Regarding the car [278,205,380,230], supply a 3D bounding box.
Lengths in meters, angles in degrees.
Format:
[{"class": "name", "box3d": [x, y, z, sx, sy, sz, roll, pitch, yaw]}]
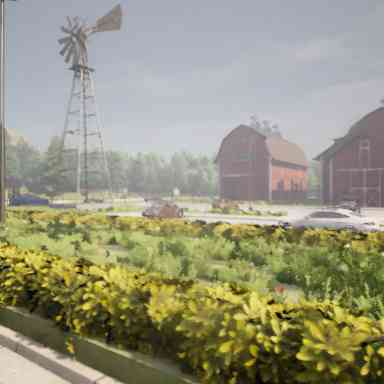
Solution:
[{"class": "car", "box3d": [6.524, 1.529, 16.296, 4.674, 1.442, 1.812, 0, 0, 35]}]

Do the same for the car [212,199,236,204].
[{"class": "car", "box3d": [3.933, 1.524, 39.756, 1.816, 1.474, 4.193, 0, 0, 35]}]

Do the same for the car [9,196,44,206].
[{"class": "car", "box3d": [-25.643, 1.378, 51.662, 1.812, 1.442, 4.674, 0, 0, 36]}]

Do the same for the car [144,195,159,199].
[{"class": "car", "box3d": [-8.176, 1.437, 69.888, 1.812, 1.442, 4.674, 0, 0, 36]}]

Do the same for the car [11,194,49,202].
[{"class": "car", "box3d": [-23.558, 1.265, 48.462, 2.150, 2.045, 5.566, 0, 0, 36]}]

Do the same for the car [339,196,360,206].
[{"class": "car", "box3d": [15.286, 1.319, 32.463, 1.905, 1.878, 3.866, 0, 0, 35]}]

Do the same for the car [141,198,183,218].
[{"class": "car", "box3d": [-2.495, 1.538, 28.548, 1.784, 1.438, 3.905, 0, 0, 35]}]

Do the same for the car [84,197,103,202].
[{"class": "car", "box3d": [-16.954, 1.579, 57.724, 1.994, 1.385, 4.181, 0, 0, 36]}]
